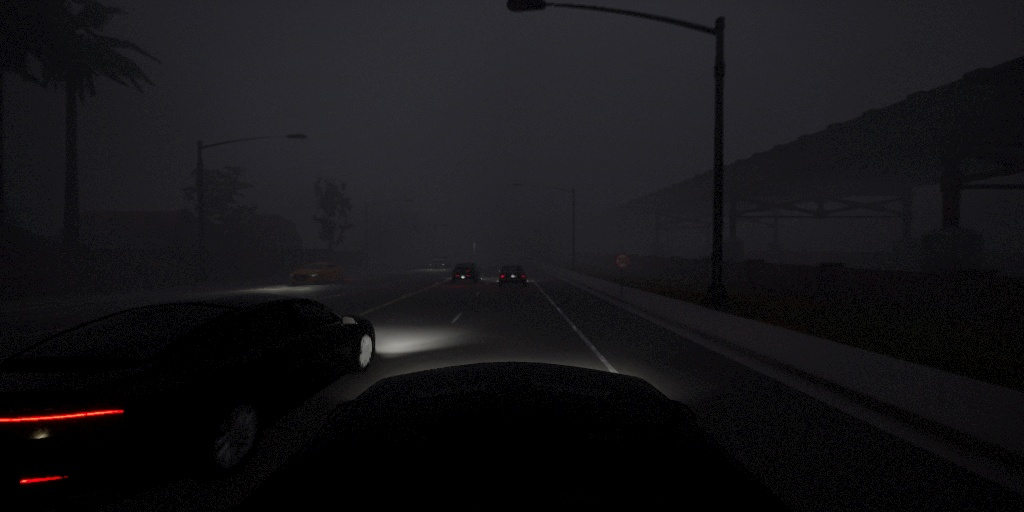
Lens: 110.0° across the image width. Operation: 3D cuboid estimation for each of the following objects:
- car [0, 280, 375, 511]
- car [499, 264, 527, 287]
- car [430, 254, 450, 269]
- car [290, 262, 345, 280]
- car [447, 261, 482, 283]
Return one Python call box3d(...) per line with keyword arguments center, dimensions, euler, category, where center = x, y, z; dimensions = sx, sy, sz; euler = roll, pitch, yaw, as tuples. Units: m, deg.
box3d(center=(-3.410, 1.256, 4.667), dimensions=(1.837, 1.490, 4.892), euler=(0, 0, 0), category="car")
box3d(center=(0.047, 1.282, 24.525), dimensions=(2.033, 1.411, 5.357), euler=(0, 0, 0), category="car")
box3d(center=(-10.626, 0.750, 53.304), dimensions=(2.150, 2.045, 5.566), euler=(0, 1, 0), category="car")
box3d(center=(-14.154, 1.227, 26.395), dimensions=(1.882, 1.535, 5.008), euler=(0, 0, 0), category="car")
box3d(center=(-3.460, 1.236, 27.659), dimensions=(1.837, 1.490, 4.892), euler=(0, 0, 0), category="car")
